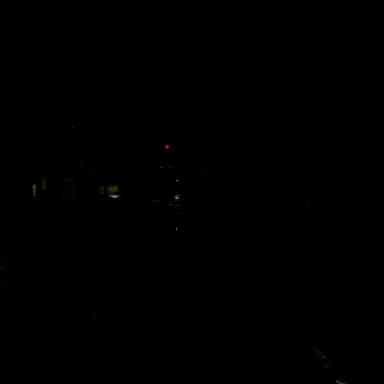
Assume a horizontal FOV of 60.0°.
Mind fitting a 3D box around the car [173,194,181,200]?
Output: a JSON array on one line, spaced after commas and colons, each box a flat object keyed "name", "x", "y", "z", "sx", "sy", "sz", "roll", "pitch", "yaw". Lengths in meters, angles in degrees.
[{"name": "car", "x": -3.494, "y": 1.263, "z": 79.630, "sx": 2.128, "sy": 1.511, "sz": 4.902, "roll": 0, "pitch": 0, "yaw": 0}]
